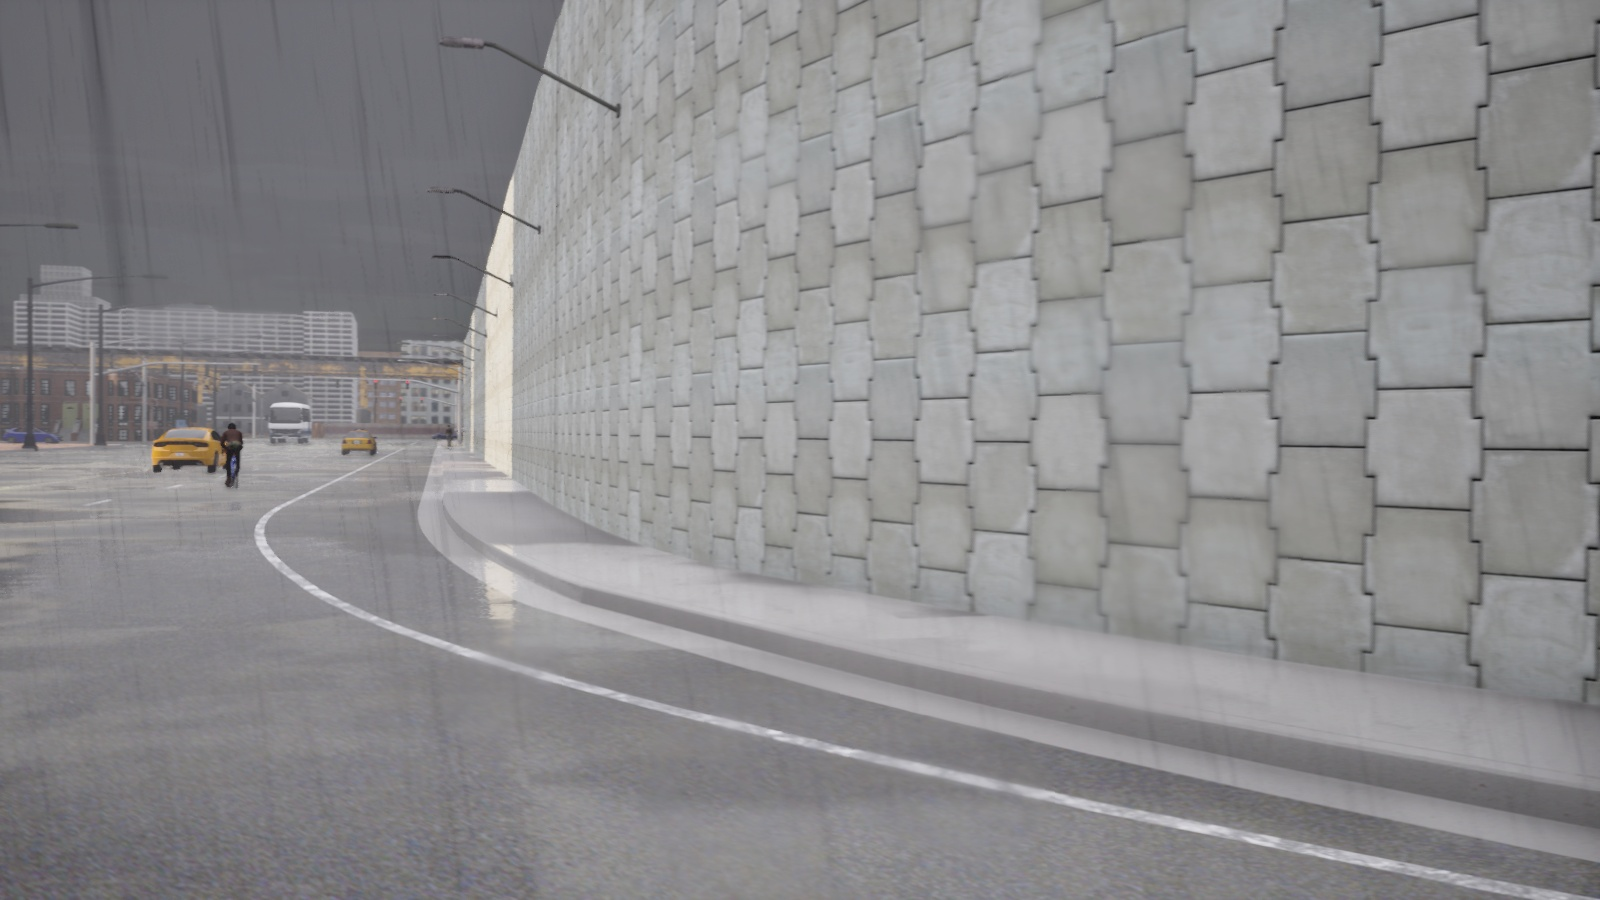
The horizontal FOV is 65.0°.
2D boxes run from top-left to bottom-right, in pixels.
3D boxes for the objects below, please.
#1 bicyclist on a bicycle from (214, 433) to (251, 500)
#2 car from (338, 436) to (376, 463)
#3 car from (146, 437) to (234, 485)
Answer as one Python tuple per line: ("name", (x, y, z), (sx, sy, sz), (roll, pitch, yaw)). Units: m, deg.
("bicyclist on a bicycle", (-14.177, 0.408, 31.333), (0.582, 1.620, 1.656), (-1, 1, -32))
("car", (-26.367, -0.053, 74.880), (1.801, 1.575, 5.366), (-1, 1, -16))
("car", (-20.860, 0.340, 43.148), (1.882, 1.535, 5.008), (-1, 1, -16))
